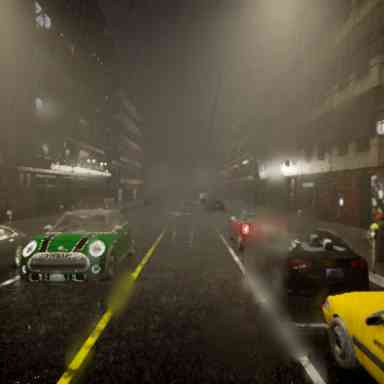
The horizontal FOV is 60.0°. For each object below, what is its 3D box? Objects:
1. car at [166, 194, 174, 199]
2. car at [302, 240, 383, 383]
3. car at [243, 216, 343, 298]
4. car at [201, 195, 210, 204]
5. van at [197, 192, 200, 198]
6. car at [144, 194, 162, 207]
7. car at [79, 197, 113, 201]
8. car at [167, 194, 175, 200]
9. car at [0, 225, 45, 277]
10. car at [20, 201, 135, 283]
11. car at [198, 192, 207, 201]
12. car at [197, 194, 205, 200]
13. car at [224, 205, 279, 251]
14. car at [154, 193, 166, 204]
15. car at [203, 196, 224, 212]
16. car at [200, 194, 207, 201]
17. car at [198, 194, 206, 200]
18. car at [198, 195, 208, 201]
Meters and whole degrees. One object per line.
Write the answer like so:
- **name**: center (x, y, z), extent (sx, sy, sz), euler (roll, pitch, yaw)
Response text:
- **car**: center (-5.975, 1.264, 92.316), extent (1.887, 1.381, 4.507), euler (-1, 0, 0)
- **car**: center (2.674, 1.514, 2.851), extent (1.752, 1.417, 4.829), euler (-1, 0, 0)
- **car**: center (2.658, 1.537, 8.283), extent (1.947, 1.339, 4.313), euler (-1, 0, 0)
- **car**: center (2.557, 1.417, 41.896), extent (2.008, 1.369, 4.403), euler (-1, 0, 0)
- **van**: center (2.470, 1.122, 69.904), extent (1.690, 1.788, 3.998), euler (-1, 0, 0)
- **car**: center (-5.840, 1.404, 47.500), extent (2.008, 1.369, 4.403), euler (-1, 0, 0)
- **car**: center (-5.759, 1.256, 19.490), extent (2.192, 1.841, 5.009), euler (-1, 0, 0)
- **car**: center (-5.958, 1.302, 86.714), extent (1.947, 1.339, 4.313), euler (-1, 0, 0)
- **car**: center (-5.722, 1.527, 8.287), extent (2.008, 1.369, 4.403), euler (-1, 0, 0)
- **car**: center (-3.026, 1.322, 9.691), extent (2.097, 1.767, 4.553), euler (0, 0, 0)
- **car**: center (2.505, 1.255, 58.701), extent (1.967, 1.590, 4.097), euler (-1, 0, 0)
- **car**: center (2.422, 1.297, 86.710), extent (1.947, 1.339, 4.313), euler (-1, 0, 0)
- **car**: center (2.639, 1.394, 13.885), extent (1.967, 1.590, 4.097), euler (-1, 0, 0)
- **car**: center (-5.860, 1.152, 53.102), extent (2.192, 1.841, 5.009), euler (-1, 0, 0)
- **car**: center (2.574, 1.450, 36.293), extent (1.947, 1.339, 4.313), euler (-1, 0, 0)
- **car**: center (2.539, 1.374, 47.667), extent (1.752, 1.417, 4.829), euler (-1, 0, 0)
- **car**: center (2.439, 1.292, 81.109), extent (1.887, 1.381, 4.507), euler (-1, 0, 0)
- **car**: center (2.456, 1.315, 75.507), extent (2.008, 1.369, 4.403), euler (-1, 0, 0)
